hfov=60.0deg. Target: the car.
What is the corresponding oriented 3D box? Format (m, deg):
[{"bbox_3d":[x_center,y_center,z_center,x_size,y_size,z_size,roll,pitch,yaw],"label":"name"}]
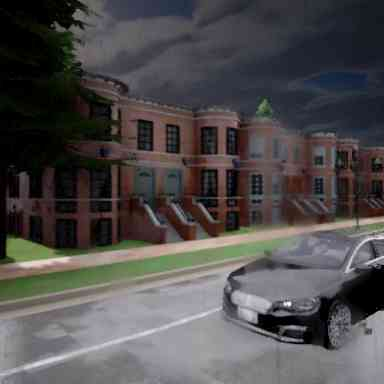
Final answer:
[{"bbox_3d":[2.681,1.531,6.423,4.902,1.511,2.128,0,-1,-40],"label":"car"}]
